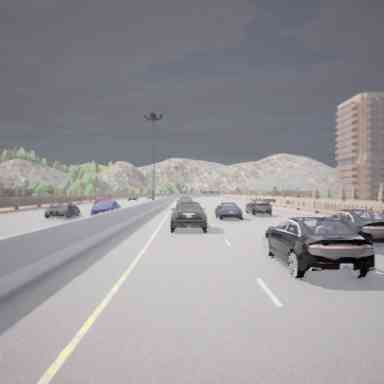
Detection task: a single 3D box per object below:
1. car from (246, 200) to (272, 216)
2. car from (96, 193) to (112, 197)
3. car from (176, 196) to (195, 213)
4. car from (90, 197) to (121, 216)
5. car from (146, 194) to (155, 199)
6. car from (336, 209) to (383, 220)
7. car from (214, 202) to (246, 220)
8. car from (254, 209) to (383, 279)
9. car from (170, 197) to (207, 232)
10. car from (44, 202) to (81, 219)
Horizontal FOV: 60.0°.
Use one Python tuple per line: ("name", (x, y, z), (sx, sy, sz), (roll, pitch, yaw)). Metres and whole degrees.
("car", (6.436, 1.493, 32.525), (2.128, 1.511, 4.902), (0, 0, -2))
("car", (-15.455, 1.259, 58.637), (2.150, 2.045, 5.566), (0, 0, -1))
("car", (-0.736, 1.353, 38.370), (2.097, 1.767, 4.553), (0, 0, -2))
("car", (-7.690, 1.479, 29.961), (1.882, 1.535, 5.008), (0, 0, -2))
("car", (-8.766, 1.142, 70.508), (1.812, 1.442, 4.674), (0, 0, -2))
("car", (6.926, 1.492, 14.280), (2.128, 1.511, 4.902), (0, 0, -1))
("car", (3.050, 1.565, 28.437), (1.994, 1.385, 4.181), (0, 0, -2))
("car", (3.510, 1.492, 10.055), (2.128, 1.511, 4.902), (0, 0, -1))
("car", (-0.230, 1.353, 20.404), (2.097, 1.767, 4.553), (0, 0, -1))
("car", (-11.158, 1.565, 28.826), (1.994, 1.385, 4.181), (0, 0, -2))
